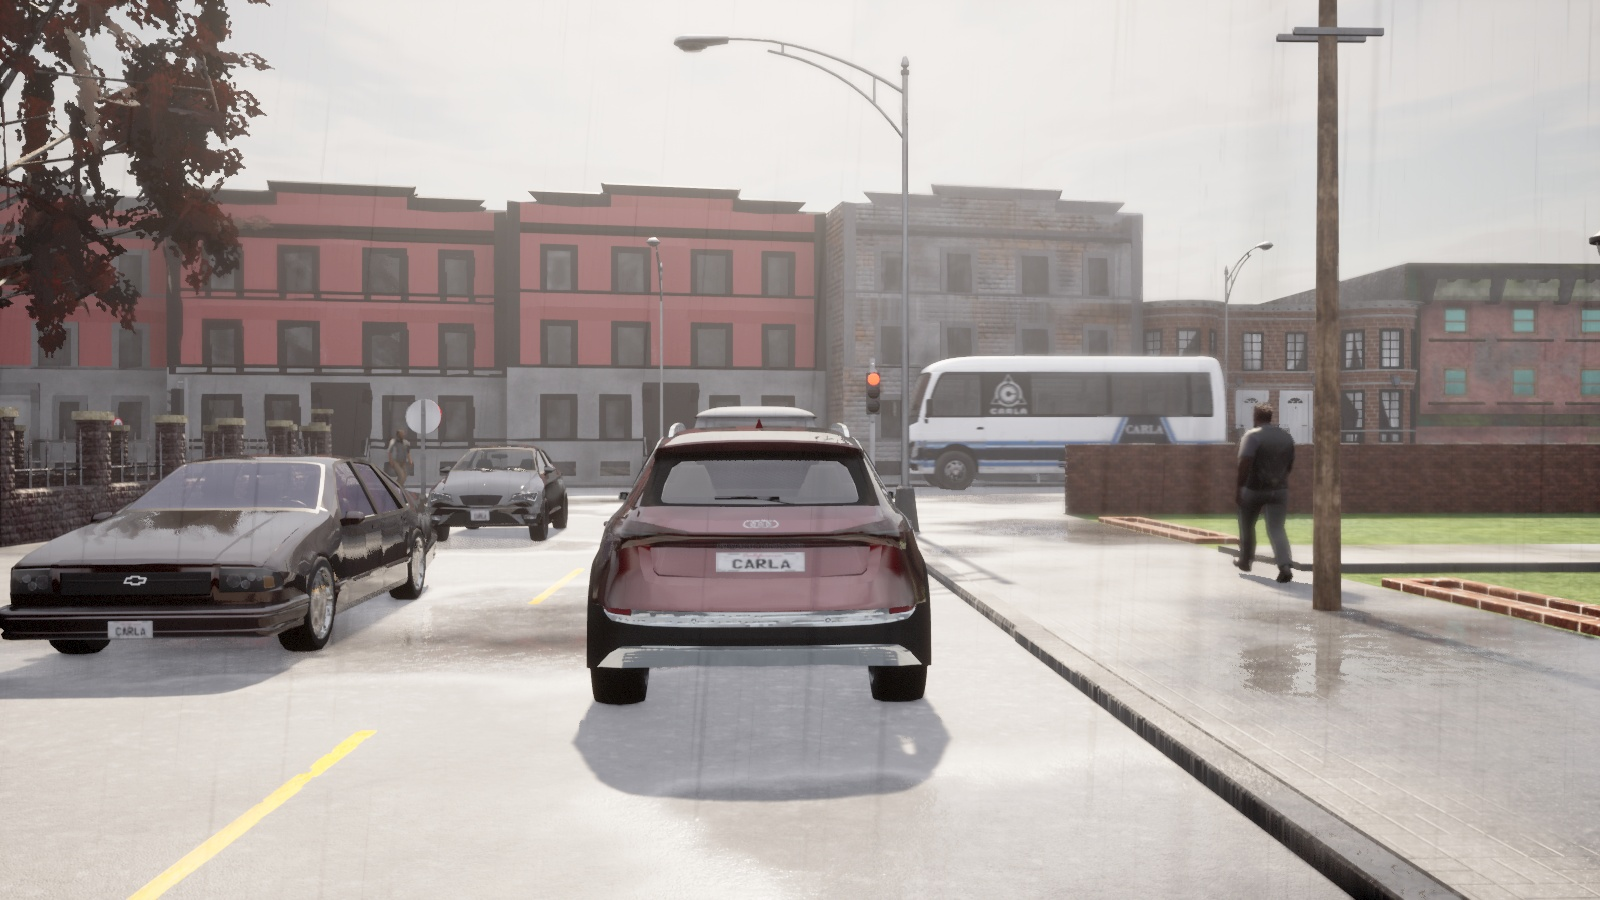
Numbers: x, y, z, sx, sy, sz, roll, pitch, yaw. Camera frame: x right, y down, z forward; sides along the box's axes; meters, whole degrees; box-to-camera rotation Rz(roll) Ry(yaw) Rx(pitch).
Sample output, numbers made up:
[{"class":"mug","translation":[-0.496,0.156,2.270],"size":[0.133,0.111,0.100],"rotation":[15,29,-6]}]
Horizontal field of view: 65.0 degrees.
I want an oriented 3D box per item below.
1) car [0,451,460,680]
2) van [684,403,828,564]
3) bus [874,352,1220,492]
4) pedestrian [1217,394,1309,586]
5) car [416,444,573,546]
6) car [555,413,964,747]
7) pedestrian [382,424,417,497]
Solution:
[{"class":"car","translation":[-4.451,0.730,10.645],"size":[2.033,1.411,5.357],"rotation":[0,0,-4]},{"class":"van","translation":[-0.624,0.399,17.728],"size":[1.775,1.987,4.442],"rotation":[0,0,-2]},{"class":"bus","translation":[7.686,-0.852,40.360],"size":[10.273,4.253,3.944],"rotation":[0,0,-2]},{"class":"pedestrian","translation":[4.672,0.388,12.703],"size":[0.563,1.883,0.849],"rotation":[0,0,-5]},{"class":"car","translation":[-4.825,0.641,20.394],"size":[1.816,1.474,4.193],"rotation":[0,0,-4]},{"class":"car","translation":[-0.292,0.627,8.665],"size":[2.033,1.649,4.856],"rotation":[0,0,-2]},{"class":"pedestrian","translation":[-10.306,0.265,32.325],"size":[0.694,1.848,0.540],"rotation":[0,0,33]}]
